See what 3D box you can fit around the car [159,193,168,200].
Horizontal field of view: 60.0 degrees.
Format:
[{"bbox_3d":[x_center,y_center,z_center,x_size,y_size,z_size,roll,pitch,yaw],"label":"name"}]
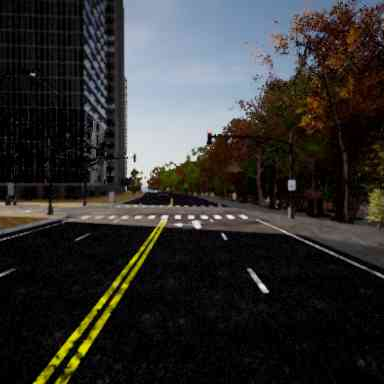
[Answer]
[{"bbox_3d":[-5.582,0.798,65.526,1.895,1.301,4.718,0,1,-4],"label":"car"}]
